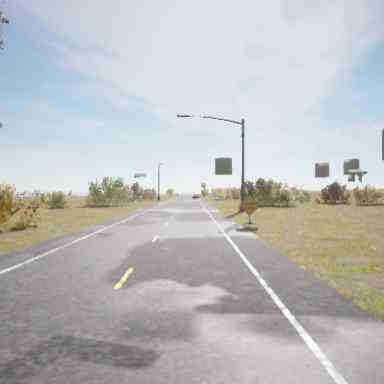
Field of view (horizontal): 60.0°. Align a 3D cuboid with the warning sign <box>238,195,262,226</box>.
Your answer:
[{"bbox_3d":[3.537,1.102,20.390,1.300,1.860,1.060,-1,-1,0],"label":"warning sign"}]
